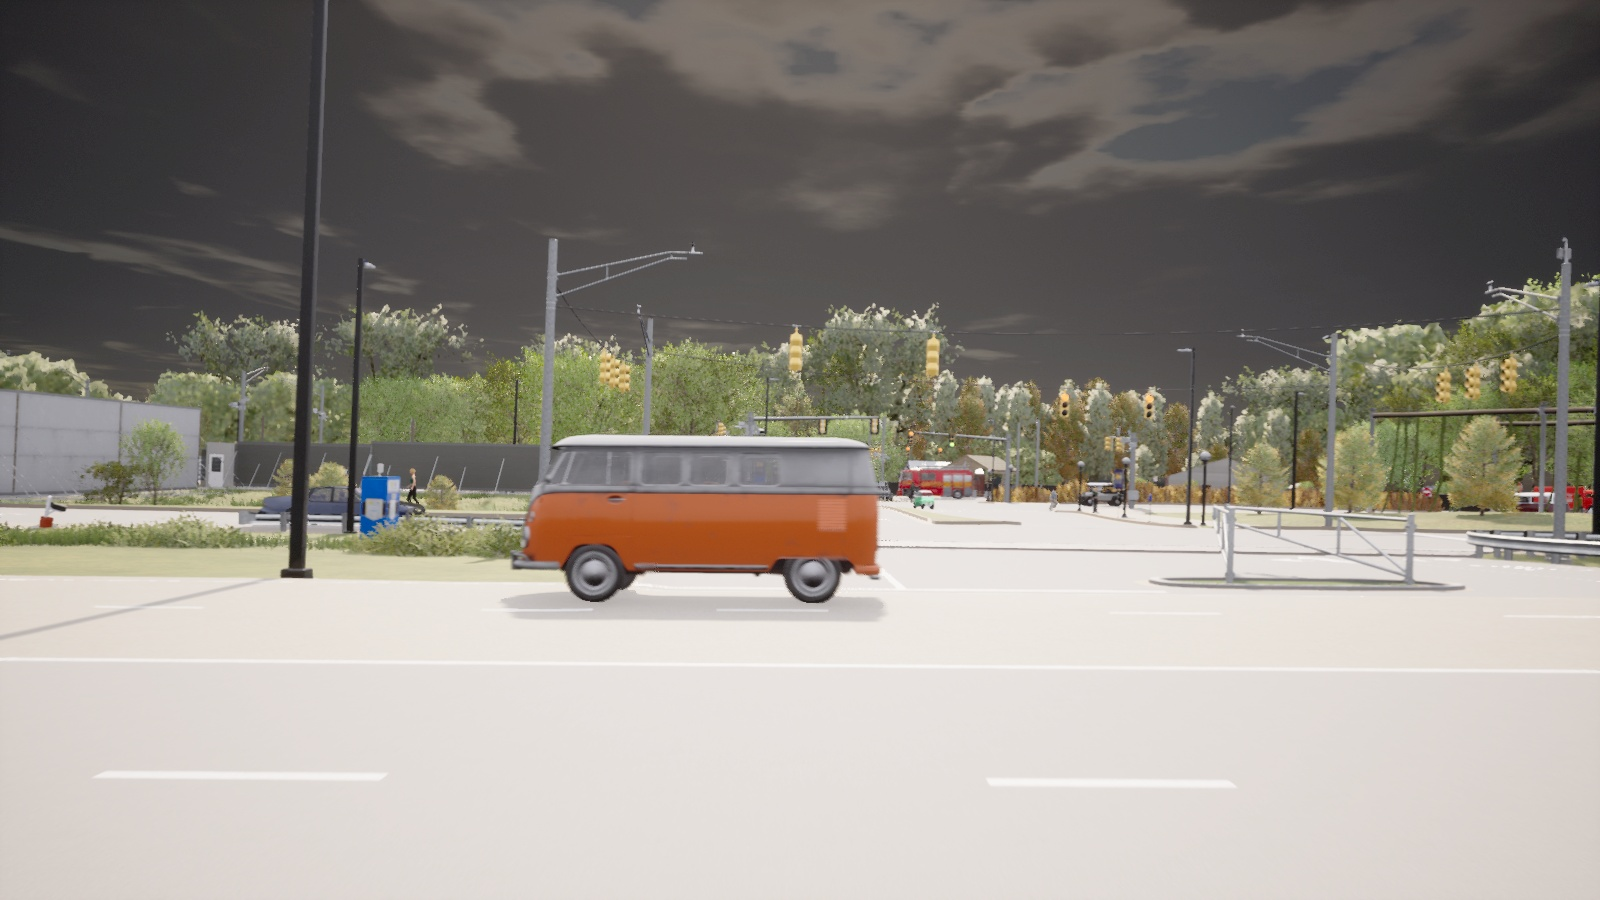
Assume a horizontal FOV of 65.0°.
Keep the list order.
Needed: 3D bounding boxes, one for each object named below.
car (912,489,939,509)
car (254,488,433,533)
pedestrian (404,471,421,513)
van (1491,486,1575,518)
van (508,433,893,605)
[{"bbox_3d":[9.176,3.552,91.792,1.481,1.376,2.207,1,-1,-7],"label":"car"},{"bbox_3d":[-15.598,2.058,43.087,5.357,1.411,2.033,1,-1,1],"label":"car"},{"bbox_3d":[-17.225,1.865,55.886,0.594,1.836,0.345,2,-1,1],"label":"pedestrian"},{"bbox_3d":[48.742,3.460,83.610,2.069,2.038,4.480,2,-2,-25],"label":"van"},{"bbox_3d":[-1.140,0.829,15.386,4.442,1.987,1.775,0,-2,0],"label":"van"}]
